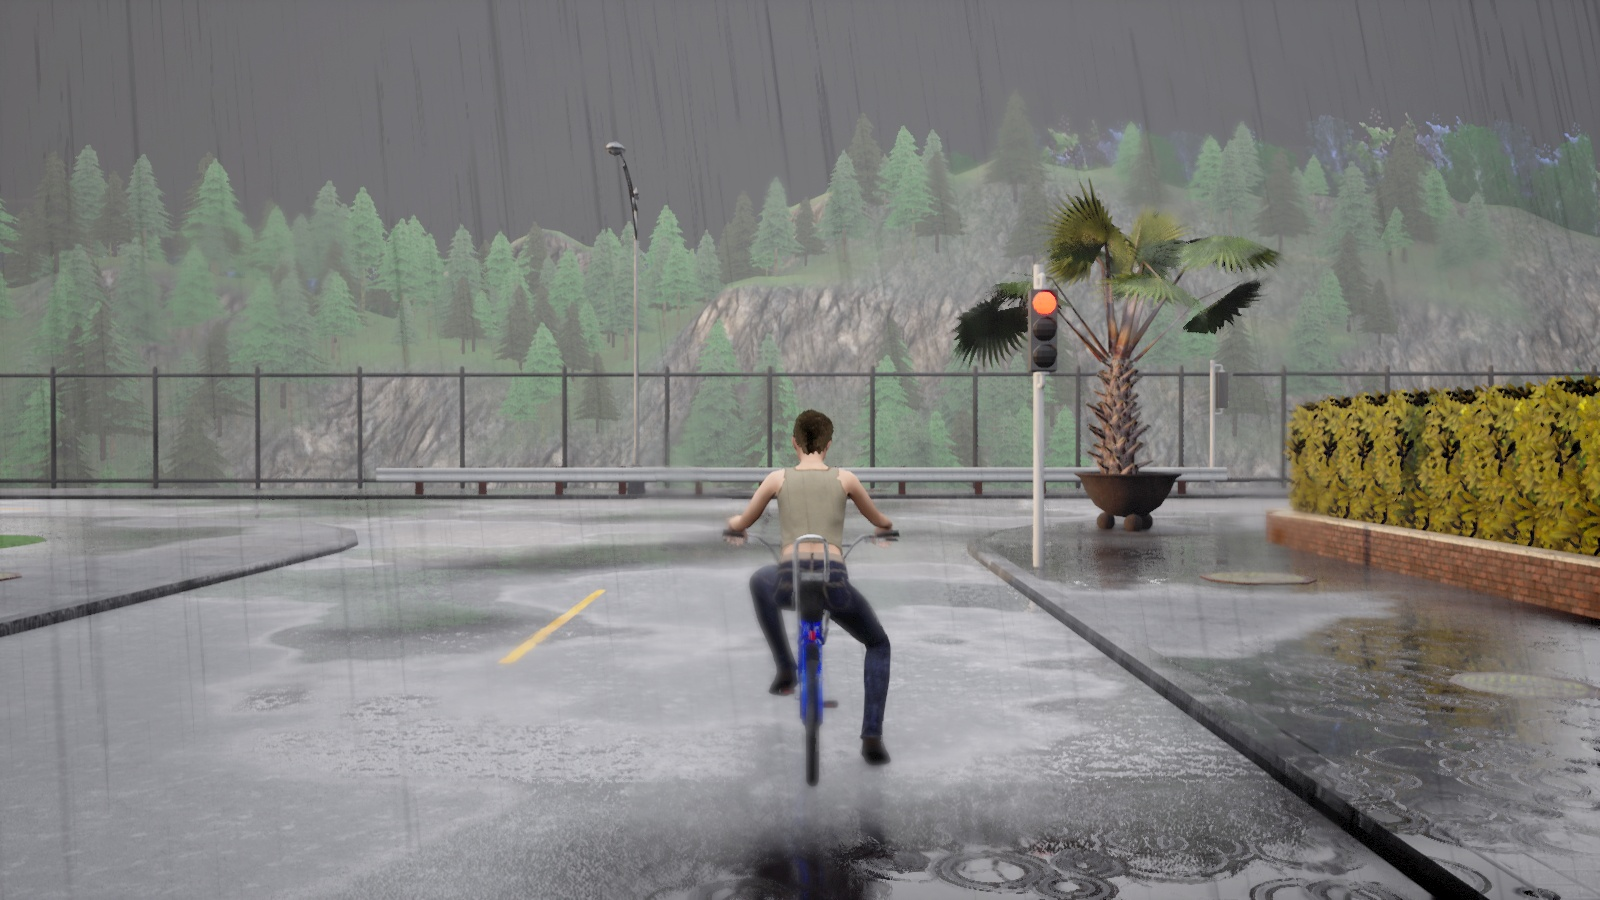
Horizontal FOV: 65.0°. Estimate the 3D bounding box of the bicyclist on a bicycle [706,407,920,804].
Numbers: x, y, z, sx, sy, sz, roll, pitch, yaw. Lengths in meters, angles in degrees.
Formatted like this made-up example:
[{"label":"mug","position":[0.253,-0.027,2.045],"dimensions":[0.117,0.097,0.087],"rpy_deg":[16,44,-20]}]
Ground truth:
[{"label":"bicyclist on a bicycle","position":[0.052,0.623,5.846],"dimensions":[0.866,1.612,1.509],"rpy_deg":[0,1,0]}]
